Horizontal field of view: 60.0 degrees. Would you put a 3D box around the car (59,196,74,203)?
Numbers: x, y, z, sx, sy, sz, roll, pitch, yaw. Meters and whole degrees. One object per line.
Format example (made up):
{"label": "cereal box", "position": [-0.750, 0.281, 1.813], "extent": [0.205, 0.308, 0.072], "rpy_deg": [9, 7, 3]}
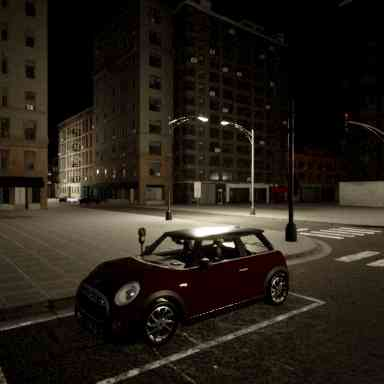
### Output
{"label": "car", "position": [-22.162, 1.273, 59.253], "extent": [1.895, 1.301, 4.718], "rpy_deg": [0, 0, -39]}

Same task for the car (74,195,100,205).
{"label": "car", "position": [-15.838, 1.219, 51.154], "extent": [2.128, 1.511, 4.902], "rpy_deg": [0, 0, -38]}

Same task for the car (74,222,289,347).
{"label": "car", "position": [-0.043, 1.440, 6.273], "extent": [4.097, 1.590, 1.967], "rpy_deg": [0, 0, -38]}
